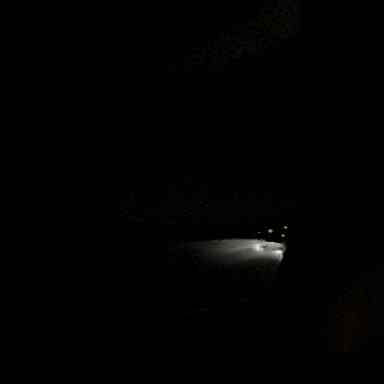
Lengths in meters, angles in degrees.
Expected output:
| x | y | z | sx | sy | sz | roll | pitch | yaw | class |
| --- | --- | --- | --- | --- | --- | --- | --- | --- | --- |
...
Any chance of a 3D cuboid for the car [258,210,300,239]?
| x | y | z | sx | sy | sz | roll | pitch | yaw | class |
| --- | --- | --- | --- | --- | --- | --- | --- | --- | --- |
| 5.192 | 1.592 | 16.296 | 4.181 | 1.385 | 1.994 | 0 | 0 | -36 | car |
